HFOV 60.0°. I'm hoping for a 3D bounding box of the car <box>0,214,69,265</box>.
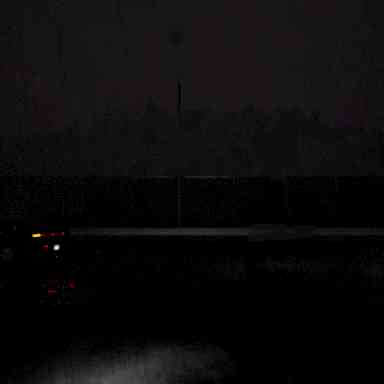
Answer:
[{"bbox_3d":[-6.681,1.567,11.771,4.892,1.490,1.837,0,-3,22],"label":"car"}]
